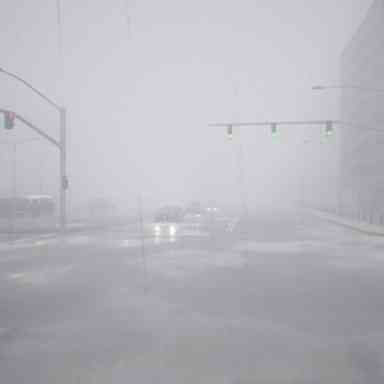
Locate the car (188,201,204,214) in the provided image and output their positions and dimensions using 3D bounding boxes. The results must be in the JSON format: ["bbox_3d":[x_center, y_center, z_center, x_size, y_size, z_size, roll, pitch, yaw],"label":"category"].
[{"bbox_3d":[0.271,1.901,40.673,1.837,1.490,4.892,0,0,10],"label":"car"}]

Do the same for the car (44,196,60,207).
[{"bbox_3d":[-30.832,1.879,74.921,1.905,1.878,3.866,0,-1,10],"label":"car"}]

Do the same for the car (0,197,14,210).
[{"bbox_3d":[-33.853,1.714,57.664,1.932,1.855,4.605,0,-1,10],"label":"car"}]

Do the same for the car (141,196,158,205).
[{"bbox_3d":[-8.659,1.838,70.996,1.932,1.855,4.605,0,-1,10],"label":"car"}]

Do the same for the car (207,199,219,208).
[{"bbox_3d":[3.883,2.084,61.142,2.128,1.511,4.902,0,-1,10],"label":"car"}]

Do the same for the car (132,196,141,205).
[{"bbox_3d":[-11.500,1.846,71.552,1.905,1.878,3.866,0,-1,10],"label":"car"}]

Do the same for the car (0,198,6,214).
[{"bbox_3d":[-25.498,1.798,40.947,1.970,1.475,3.806,0,-1,10],"label":"car"}]

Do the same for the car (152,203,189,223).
[{"bbox_3d":[-1.828,1.849,28.540,1.994,1.385,4.181,0,-1,10],"label":"car"}]

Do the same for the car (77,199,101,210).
[{"bbox_3d":[-17.196,1.929,54.818,1.970,1.475,3.806,0,-1,10],"label":"car"}]
